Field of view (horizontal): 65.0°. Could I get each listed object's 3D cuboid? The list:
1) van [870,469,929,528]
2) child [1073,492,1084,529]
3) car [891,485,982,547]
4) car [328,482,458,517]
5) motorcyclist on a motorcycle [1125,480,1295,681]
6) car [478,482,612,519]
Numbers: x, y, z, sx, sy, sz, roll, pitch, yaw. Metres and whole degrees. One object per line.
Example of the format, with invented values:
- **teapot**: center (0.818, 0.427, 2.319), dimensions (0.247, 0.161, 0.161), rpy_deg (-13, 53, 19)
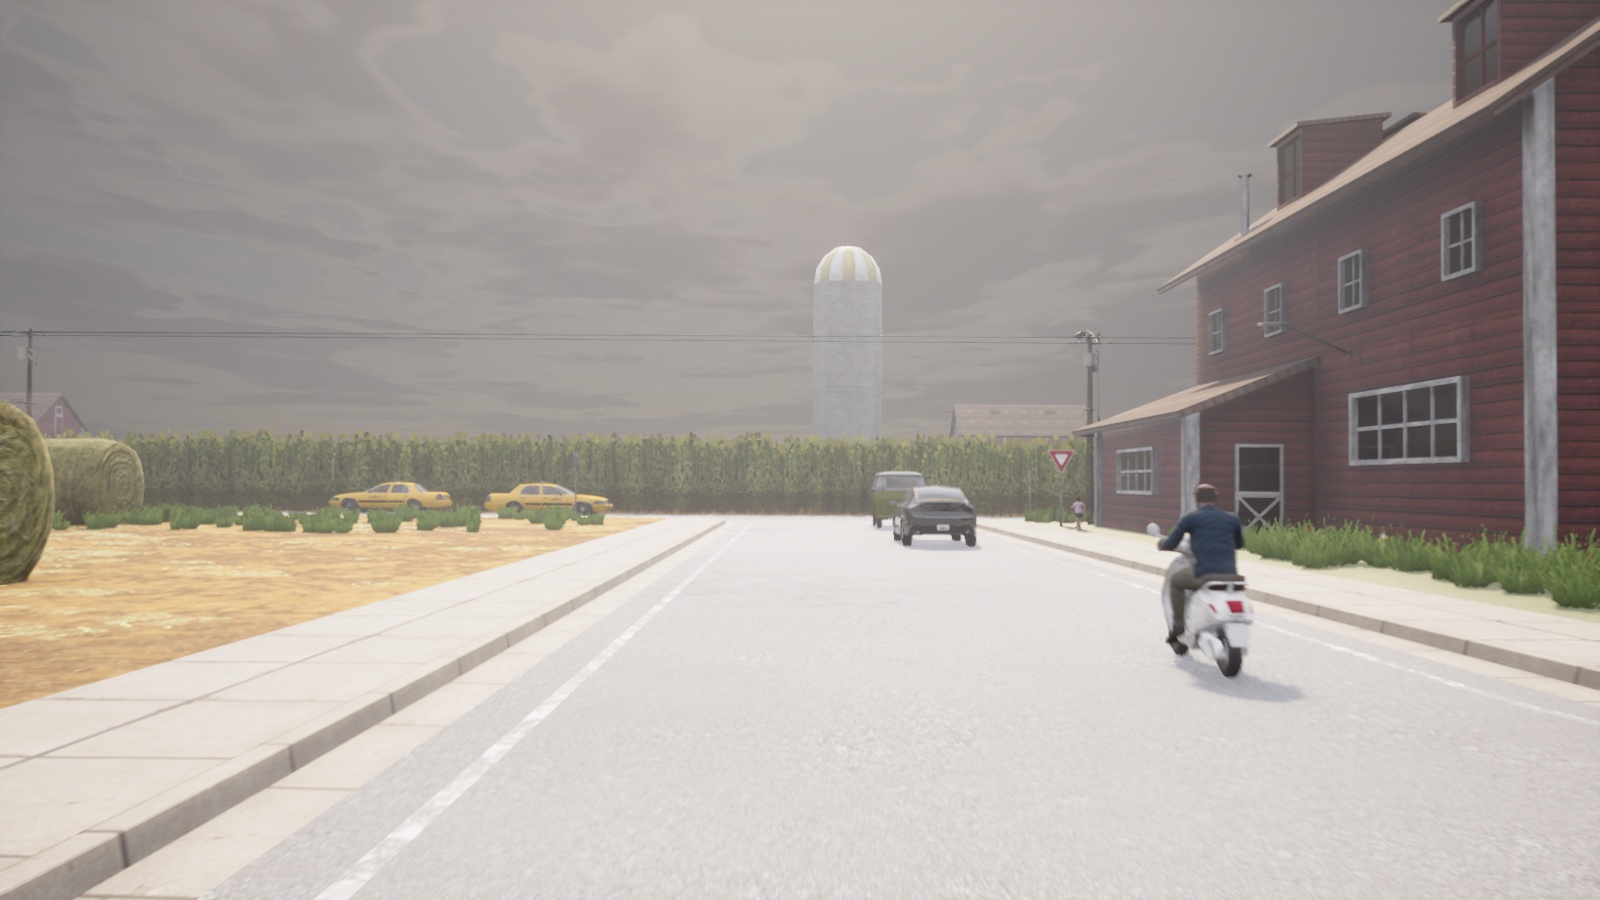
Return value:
- **van**: center (3.483, 1.707, 44.815), dimensions (1.775, 1.987, 4.442), rpy_deg (0, -1, 0)
- **child**: center (8.436, 1.821, 37.987), dimensions (0.255, 1.110, 0.394), rpy_deg (0, -1, 2)
- **car**: center (3.482, 1.662, 32.915), dimensions (1.837, 1.490, 4.892), rpy_deg (0, -1, 0)
- **car**: center (-18.602, 2.261, 57.592), dimensions (5.366, 1.575, 1.801), rpy_deg (0, -1, 1)
- **motorcyclist on a motorcycle**: center (3.499, 1.059, 10.905), dimensions (0.866, 1.590, 1.817), rpy_deg (0, -1, 0)
- **car**: center (-10.918, 2.163, 53.984), dimensions (5.366, 1.575, 1.801), rpy_deg (0, -1, 1)
